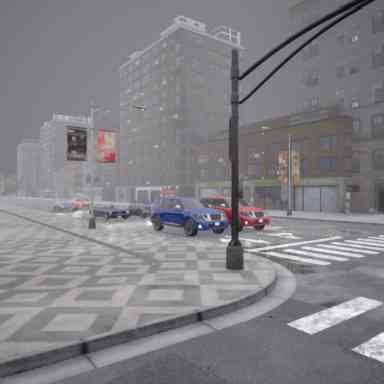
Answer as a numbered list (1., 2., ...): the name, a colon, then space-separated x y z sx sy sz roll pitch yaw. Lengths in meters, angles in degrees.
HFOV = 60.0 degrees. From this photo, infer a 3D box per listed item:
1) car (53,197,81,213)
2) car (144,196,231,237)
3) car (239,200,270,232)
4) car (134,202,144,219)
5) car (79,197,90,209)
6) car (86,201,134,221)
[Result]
1. car: -15.118 1.665 39.432 1.812 1.442 4.674 0 0 -36
2. car: -0.347 1.277 19.089 2.150 2.045 5.566 0 0 -36
3. car: 2.266 1.277 21.021 2.150 2.045 5.566 0 0 -36
4. car: -4.501 1.646 30.323 2.033 1.411 5.357 0 0 -36
5. car: -14.842 1.500 44.627 2.097 1.767 4.553 0 0 -35
6. car: -7.055 1.699 28.304 1.895 1.301 4.718 0 0 -36
